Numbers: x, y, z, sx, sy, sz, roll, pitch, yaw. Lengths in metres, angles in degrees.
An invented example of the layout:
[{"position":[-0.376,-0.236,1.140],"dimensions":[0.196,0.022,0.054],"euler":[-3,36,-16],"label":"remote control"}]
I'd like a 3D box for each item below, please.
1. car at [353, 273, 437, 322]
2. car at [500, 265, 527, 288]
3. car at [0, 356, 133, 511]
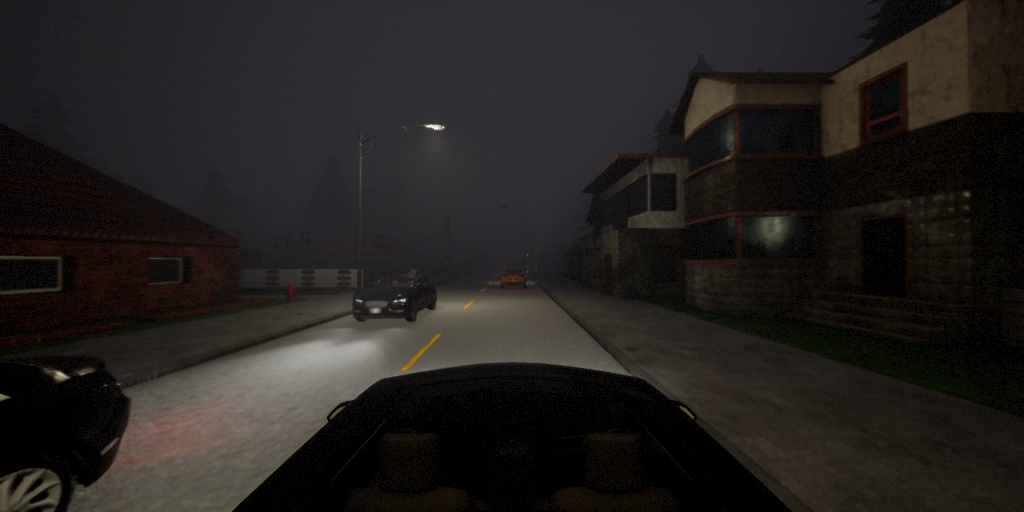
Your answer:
[{"position":[-4.080,1.395,13.192],"dimensions":[2.128,1.511,4.902],"euler":[0,-1,0],"label":"car"},{"position":[0.102,1.576,27.504],"dimensions":[1.882,1.535,5.008],"euler":[0,-1,0],"label":"car"},{"position":[-4.098,1.244,0.903],"dimensions":[1.837,1.490,4.892],"euler":[0,-1,0],"label":"car"}]
